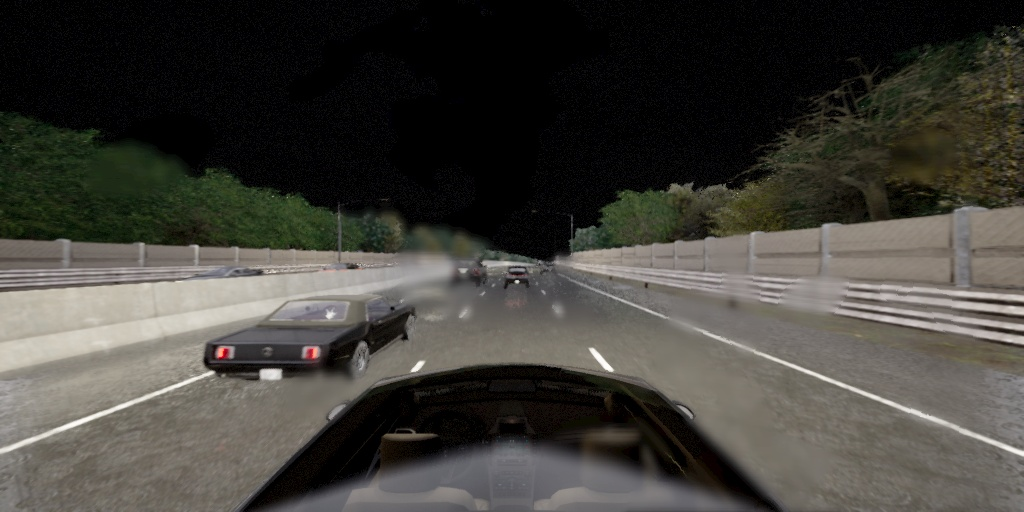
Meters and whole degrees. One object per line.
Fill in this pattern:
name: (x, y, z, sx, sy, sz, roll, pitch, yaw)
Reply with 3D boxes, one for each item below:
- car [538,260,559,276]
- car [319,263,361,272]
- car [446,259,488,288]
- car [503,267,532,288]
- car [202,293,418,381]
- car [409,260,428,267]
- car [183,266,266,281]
car: (4.163, 1.337, 39.909, 1.837, 1.490, 4.892, 0, 0, 2)
car: (-13.749, 1.364, 28.680, 2.097, 1.767, 4.553, 0, -1, 1)
car: (-3.102, 1.225, 26.606, 2.150, 2.045, 5.566, 0, -1, 1)
car: (0.400, 1.511, 26.558, 1.837, 1.490, 4.892, 0, 0, 1)
car: (-3.377, 1.409, 7.275, 1.895, 1.301, 4.718, 0, -1, 0)
car: (-15.863, 1.856, 62.987, 1.895, 1.301, 4.718, 0, 0, 3)
car: (-17.397, 1.431, 21.861, 2.128, 1.511, 4.902, 0, -1, 1)
